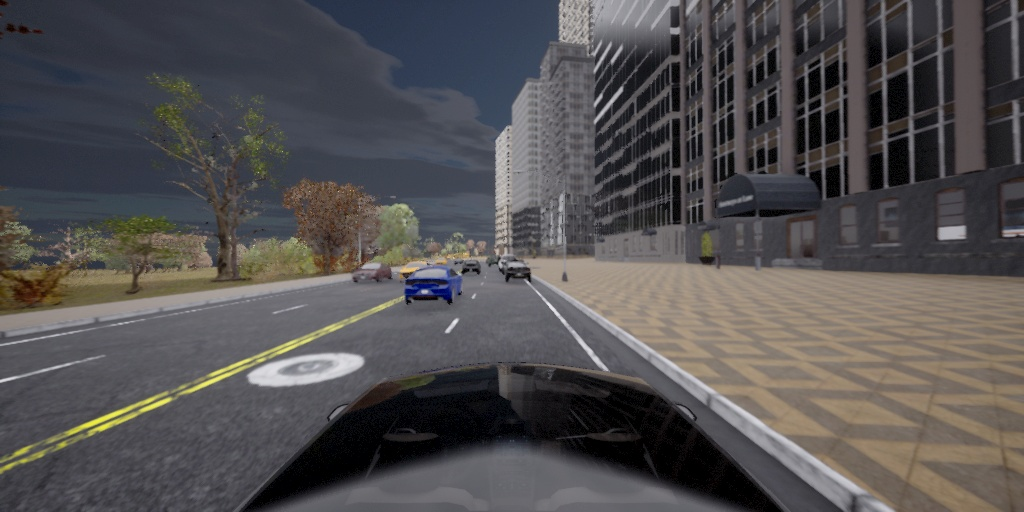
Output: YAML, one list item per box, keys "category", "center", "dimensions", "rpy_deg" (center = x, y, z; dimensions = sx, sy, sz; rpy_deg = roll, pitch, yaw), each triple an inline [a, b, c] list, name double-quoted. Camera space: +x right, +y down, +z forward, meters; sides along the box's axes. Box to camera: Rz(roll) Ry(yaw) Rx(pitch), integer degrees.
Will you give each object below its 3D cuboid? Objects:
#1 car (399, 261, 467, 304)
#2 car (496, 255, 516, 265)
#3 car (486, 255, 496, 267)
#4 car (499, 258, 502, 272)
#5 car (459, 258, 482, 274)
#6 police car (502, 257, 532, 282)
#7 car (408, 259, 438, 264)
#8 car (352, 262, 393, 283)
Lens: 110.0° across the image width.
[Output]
- category: "car"
  center: [-3.352, 1.185, 16.055]
  dimensions: [1.882, 1.535, 5.008]
  rpy_deg: [0, 0, -1]
- category: "car"
  center: [-0.482, 0.858, 44.094]
  dimensions: [2.150, 2.045, 5.566]
  rpy_deg: [0, 0, -4]
- category: "car"
  center: [-2.939, 0.835, 62.102]
  dimensions: [2.150, 2.045, 5.566]
  rpy_deg: [0, 0, -6]
- category: "car"
  center: [-0.098, 1.171, 38.020]
  dimensions: [1.812, 1.442, 4.674]
  rpy_deg: [0, 0, -3]
- category: "car"
  center: [-4.286, 1.154, 38.575]
  dimensions: [1.837, 1.490, 4.892]
  rpy_deg: [0, 1, -3]
- category: "police car"
  center: [0.405, 1.096, 28.048]
  dimensions: [1.930, 1.638, 5.238]
  rpy_deg: [0, 0, -2]
- category: "car"
  center: [-7.160, 1.157, 27.262]
  dimensions: [1.882, 1.535, 5.008]
  rpy_deg: [0, 0, -2]
- category: "car"
  center: [-10.405, 1.209, 27.097]
  dimensions: [1.812, 1.442, 4.674]
  rpy_deg: [0, 0, -2]
